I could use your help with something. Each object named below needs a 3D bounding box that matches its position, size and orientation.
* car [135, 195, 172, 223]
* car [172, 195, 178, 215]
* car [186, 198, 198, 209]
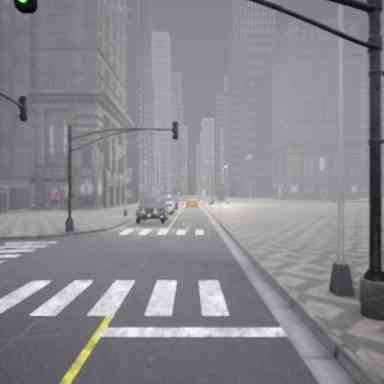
[{"bbox_3d":[-3.091,1.346,26.734,2.150,2.045,5.566,0,0,0],"label":"car"},{"bbox_3d":[-3.092,1.398,37.182,2.150,2.045,5.566,0,0,0],"label":"car"},{"bbox_3d":[0.007,1.728,51.412,1.882,1.535,5.008,0,0,0],"label":"car"}]
